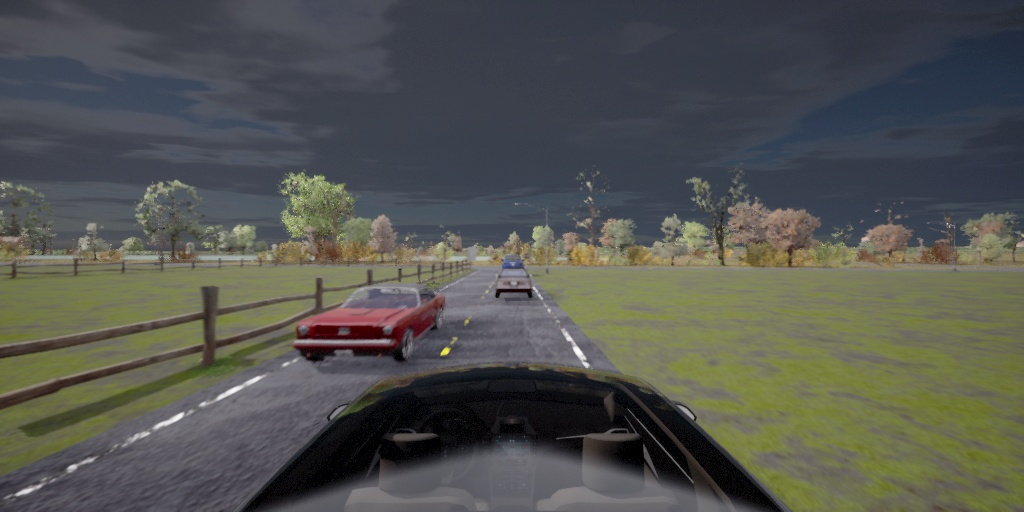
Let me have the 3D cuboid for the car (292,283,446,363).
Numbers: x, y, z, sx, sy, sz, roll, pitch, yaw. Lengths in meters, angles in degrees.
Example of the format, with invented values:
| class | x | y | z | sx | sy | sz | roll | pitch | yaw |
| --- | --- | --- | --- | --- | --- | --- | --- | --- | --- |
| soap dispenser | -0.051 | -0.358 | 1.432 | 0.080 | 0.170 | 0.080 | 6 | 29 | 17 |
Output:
| class | x | y | z | sx | sy | sz | roll | pitch | yaw |
| --- | --- | --- | --- | --- | --- | --- | --- | --- | --- |
| car | -2.850 | 1.343 | 8.291 | 1.895 | 1.301 | 4.718 | 0 | 0 | 0 |

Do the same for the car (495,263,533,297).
| class | x | y | z | sx | sy | sz | roll | pitch | yaw |
| --- | --- | --- | --- | --- | --- | --- | --- | --- | --- |
| car | 0.092 | 1.272 | 18.666 | 2.033 | 1.411 | 5.357 | 0 | 0 | 0 |

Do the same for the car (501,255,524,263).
| class | x | y | z | sx | sy | sz | roll | pitch | yaw |
| --- | --- | --- | --- | --- | --- | --- | --- | --- | --- |
| car | 0.087 | 0.905 | 36.813 | 2.150 | 2.045 | 5.566 | 0 | 0 | 0 |
